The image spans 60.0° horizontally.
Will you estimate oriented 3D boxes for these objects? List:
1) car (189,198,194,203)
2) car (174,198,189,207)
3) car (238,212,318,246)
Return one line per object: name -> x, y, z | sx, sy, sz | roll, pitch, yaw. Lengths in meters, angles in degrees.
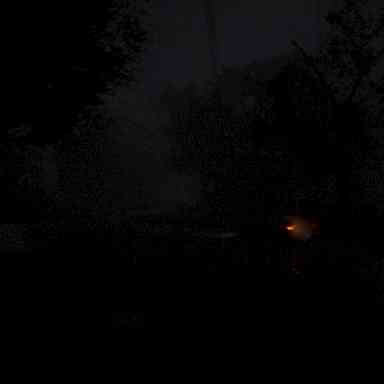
car -> -0.546, 2.197, 90.660 | 1.994, 1.385, 4.181 | -1, 2, 3
car -> -2.526, 2.431, 69.361 | 2.128, 1.511, 4.902 | -1, -1, 8
car -> 4.059, 1.712, 16.336 | 1.812, 1.442, 4.674 | 0, -1, -23
